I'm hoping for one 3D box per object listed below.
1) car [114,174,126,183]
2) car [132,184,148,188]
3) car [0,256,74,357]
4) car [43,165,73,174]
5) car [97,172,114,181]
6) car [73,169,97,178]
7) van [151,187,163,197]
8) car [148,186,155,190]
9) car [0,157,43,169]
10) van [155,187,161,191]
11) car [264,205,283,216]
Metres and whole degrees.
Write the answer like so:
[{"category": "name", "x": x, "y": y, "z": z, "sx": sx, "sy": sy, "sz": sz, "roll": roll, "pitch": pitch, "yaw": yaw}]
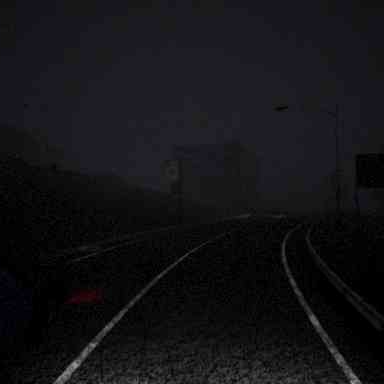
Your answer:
[{"category": "car", "x": -13.278, "y": -1.950, "z": 56.968, "sx": 2.435, "sy": 2.045, "sz": 5.566, "roll": 0, "pitch": -3, "yaw": 13}, {"category": "car", "x": -11.205, "y": -0.950, "z": 67.776, "sx": 2.002, "sy": 1.452, "sz": 4.674, "roll": 0, "pitch": -4, "yaw": 10}, {"category": "car", "x": -3.287, "y": 1.559, "z": 3.904, "sx": 2.033, "sy": 1.411, "sz": 5.357, "roll": 0, "pitch": 0, "yaw": 5}, {"category": "car", "x": -17.292, "y": -2.559, "z": 40.802, "sx": 2.002, "sy": 1.452, "sz": 4.674, "roll": -1, "pitch": -3, "yaw": 16}, {"category": "car", "x": -14.524, "y": -2.149, "z": 51.500, "sx": 2.185, "sy": 1.767, "sz": 4.553, "roll": 0, "pitch": -3, "yaw": 14}, {"category": "car", "x": -15.875, "y": -2.325, "z": 46.029, "sx": 2.231, "sy": 1.521, "sz": 4.892, "roll": -1, "pitch": -3, "yaw": 15}, {"category": "van", "x": -8.832, "y": 0.031, "z": 84.330, "sx": 1.878, "sy": 1.987, "sz": 4.442, "roll": 0, "pitch": -4, "yaw": 7}, {"category": "car", "x": -10.320, "y": -0.561, "z": 73.233, "sx": 2.002, "sy": 1.452, "sz": 4.674, "roll": 0, "pitch": -4, "yaw": 9}, {"category": "car", "x": -18.849, "y": -2.843, "z": 35.514, "sx": 2.163, "sy": 1.488, "sz": 4.792, "roll": -1, "pitch": -3, "yaw": 17}, {"category": "van", "x": -9.496, "y": -0.404, "z": 78.849, "sx": 1.878, "sy": 1.987, "sz": 4.442, "roll": 0, "pitch": -4, "yaw": 8}, {"category": "car", "x": 11.219, "y": 2.457, "z": 45.469, "sx": 1.812, "sy": 1.442, "sz": 4.674, "roll": -1, "pitch": -2, "yaw": 24}]
